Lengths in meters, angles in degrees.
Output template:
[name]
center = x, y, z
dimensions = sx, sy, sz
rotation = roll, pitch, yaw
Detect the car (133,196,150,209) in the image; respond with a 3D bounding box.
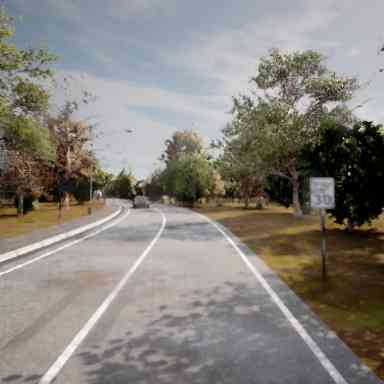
[car]
center = -6.658, 1.298, 43.591
dimensions = 2.097, 1.767, 4.553
rotation = 1, 0, -12
